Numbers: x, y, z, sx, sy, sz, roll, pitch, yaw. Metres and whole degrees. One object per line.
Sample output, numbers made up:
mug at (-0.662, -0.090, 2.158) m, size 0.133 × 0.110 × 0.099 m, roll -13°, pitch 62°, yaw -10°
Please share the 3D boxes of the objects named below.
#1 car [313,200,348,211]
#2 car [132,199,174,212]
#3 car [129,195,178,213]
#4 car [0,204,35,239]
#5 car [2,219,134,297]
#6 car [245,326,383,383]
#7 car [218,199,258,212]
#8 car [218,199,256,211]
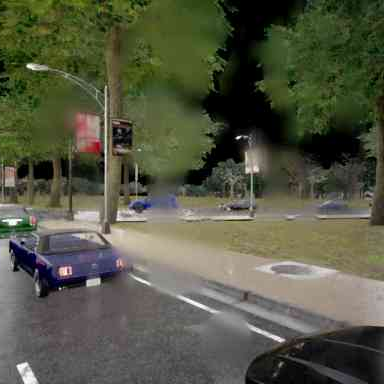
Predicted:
car at (18.356, 1.796, 44.029) m, size 4.674 × 1.442 × 1.812 m, roll 0°, pitch 0°, yaw -14°
car at (-4.879, 1.622, 41.432) m, size 4.902 × 1.511 × 2.128 m, roll 0°, pitch 0°, yaw -14°
car at (-4.364, 1.352, 38.212) m, size 5.566 × 2.045 × 2.150 m, roll 0°, pitch 0°, yaw -14°
car at (-8.915, 1.352, 15.824) m, size 2.097 × 1.767 × 4.553 m, roll 0°, pitch 0°, yaw -38°
car at (-3.420, 1.601, 8.710) m, size 1.895 × 1.301 × 4.718 m, roll 0°, pitch 0°, yaw -38°
car at (2.357, 1.478, 1.241) m, size 1.882 × 1.535 × 5.008 m, roll 0°, pitch 0°, yaw -38°
car at (5.654, 1.679, 40.782) m, size 4.902 × 1.511 × 2.128 m, roll 0°, pitch 0°, yaw -14°
car at (5.949, 1.720, 44.211) m, size 4.674 × 1.442 × 1.812 m, roll 0°, pitch 0°, yaw -14°
